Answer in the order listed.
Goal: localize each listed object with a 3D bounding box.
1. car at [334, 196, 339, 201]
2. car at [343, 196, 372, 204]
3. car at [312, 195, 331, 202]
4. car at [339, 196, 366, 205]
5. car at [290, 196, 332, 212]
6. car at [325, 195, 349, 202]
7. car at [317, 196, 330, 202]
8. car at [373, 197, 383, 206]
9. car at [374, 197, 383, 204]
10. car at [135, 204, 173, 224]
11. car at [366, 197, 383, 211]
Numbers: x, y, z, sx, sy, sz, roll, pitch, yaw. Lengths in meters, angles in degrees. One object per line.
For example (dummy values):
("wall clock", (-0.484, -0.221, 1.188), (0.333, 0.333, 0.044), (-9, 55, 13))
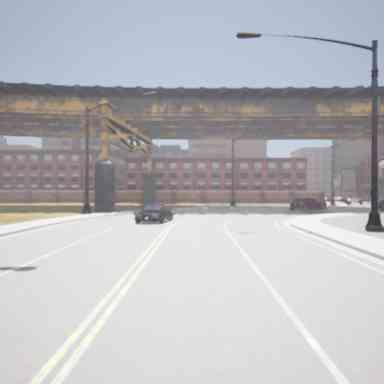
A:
("car", (35.016, 1.462, 80.216), (1.853, 1.218, 4.536), (0, 0, -33))
("car", (30.203, 1.433, 60.773), (1.853, 1.218, 4.536), (0, 0, -28))
("car", (30.969, 1.607, 79.577), (4.974, 1.542, 2.038), (0, 0, -38))
("car", (30.227, 1.590, 60.728), (2.038, 1.542, 4.974), (0, 0, -28))
("car", (13.951, 1.425, 39.831), (4.553, 1.767, 2.097), (0, 0, -27))
("car", (34.987, 1.620, 80.259), (2.038, 1.542, 4.974), (0, 0, -33))
("car", (34.051, 1.863, 86.100), (1.970, 1.475, 3.806), (0, 0, 2))
("car", (33.232, 1.598, 58.516), (2.038, 1.542, 4.974), (0, 0, 32))
("car", (33.260, 1.440, 58.561), (1.853, 1.218, 4.536), (0, 0, 32))
("car", (-2.763, 1.613, 24.946), (1.994, 1.385, 4.181), (0, 0, 11))
("car", (25.311, 1.634, 42.523), (4.674, 1.442, 1.812), (0, 0, -2))
